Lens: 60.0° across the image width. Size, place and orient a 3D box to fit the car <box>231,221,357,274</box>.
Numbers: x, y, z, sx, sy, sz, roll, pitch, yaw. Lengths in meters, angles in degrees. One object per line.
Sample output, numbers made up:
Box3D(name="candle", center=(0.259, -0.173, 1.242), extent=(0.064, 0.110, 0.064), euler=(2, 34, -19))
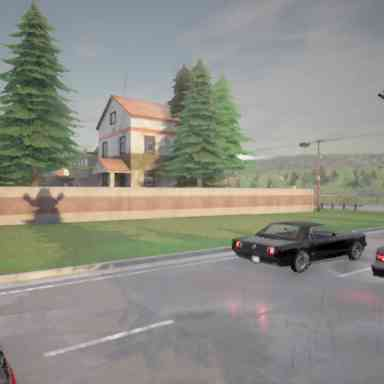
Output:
Box3D(name="car", center=(3.598, 1.594, 10.628), extent=(4.718, 1.301, 1.895), euler=(0, 0, -36))

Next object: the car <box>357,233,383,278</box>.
Box3D(name="car", center=(6.682, 1.540, 8.520), extent=(5.357, 1.411, 2.033), euler=(0, 0, -36))

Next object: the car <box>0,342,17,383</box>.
Box3D(name="car", center=(-3.727, 1.216, 1.168), extent=(5.566, 2.045, 2.150), euler=(1, -1, -35))
